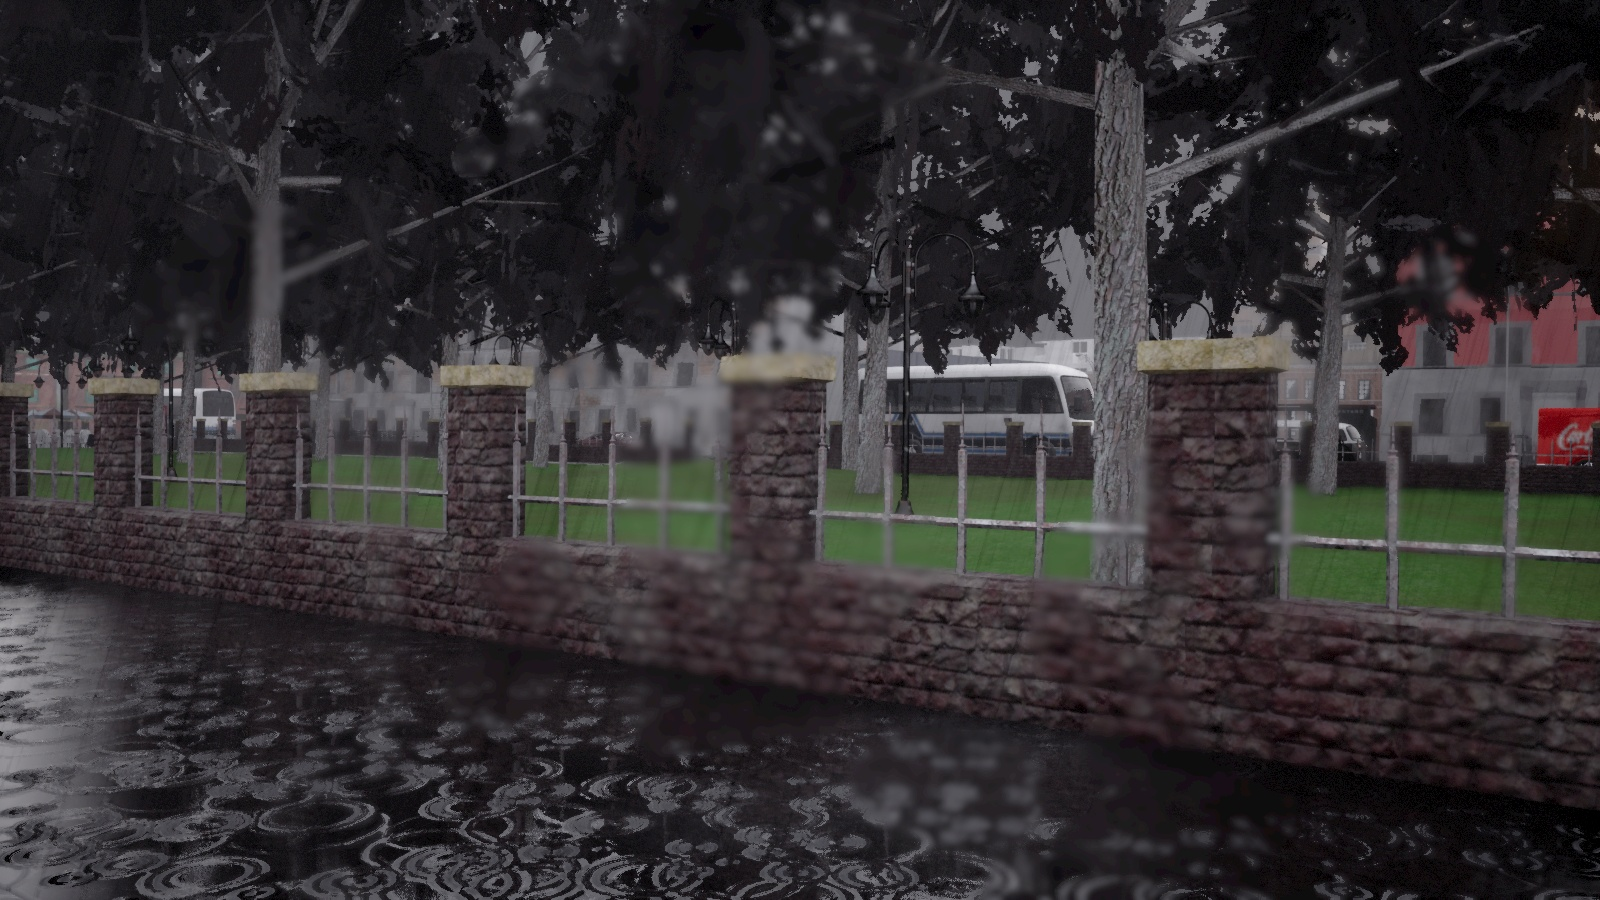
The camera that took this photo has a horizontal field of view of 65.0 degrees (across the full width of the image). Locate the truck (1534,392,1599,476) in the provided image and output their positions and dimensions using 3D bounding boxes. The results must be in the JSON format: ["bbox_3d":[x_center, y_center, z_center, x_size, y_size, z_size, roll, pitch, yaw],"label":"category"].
[{"bbox_3d":[24.907,-0.489,37.226,5.204,2.467,2.627,0,1,36],"label":"truck"}]

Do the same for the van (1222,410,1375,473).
[{"bbox_3d":[16.983,-0.284,42.855,4.480,2.038,2.069,0,1,35],"label":"van"}]

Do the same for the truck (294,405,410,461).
[{"bbox_3d":[-28.670,-1.083,80.191,7.936,3.462,2.891,0,1,35],"label":"truck"}]

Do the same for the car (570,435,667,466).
[{"bbox_3d":[-8.882,0.001,61.262,4.674,1.442,1.812,0,1,36],"label":"car"}]

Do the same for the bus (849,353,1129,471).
[{"bbox_3d":[7.328,-1.390,49.699,10.273,4.253,3.944,0,1,35],"label":"bus"}]
